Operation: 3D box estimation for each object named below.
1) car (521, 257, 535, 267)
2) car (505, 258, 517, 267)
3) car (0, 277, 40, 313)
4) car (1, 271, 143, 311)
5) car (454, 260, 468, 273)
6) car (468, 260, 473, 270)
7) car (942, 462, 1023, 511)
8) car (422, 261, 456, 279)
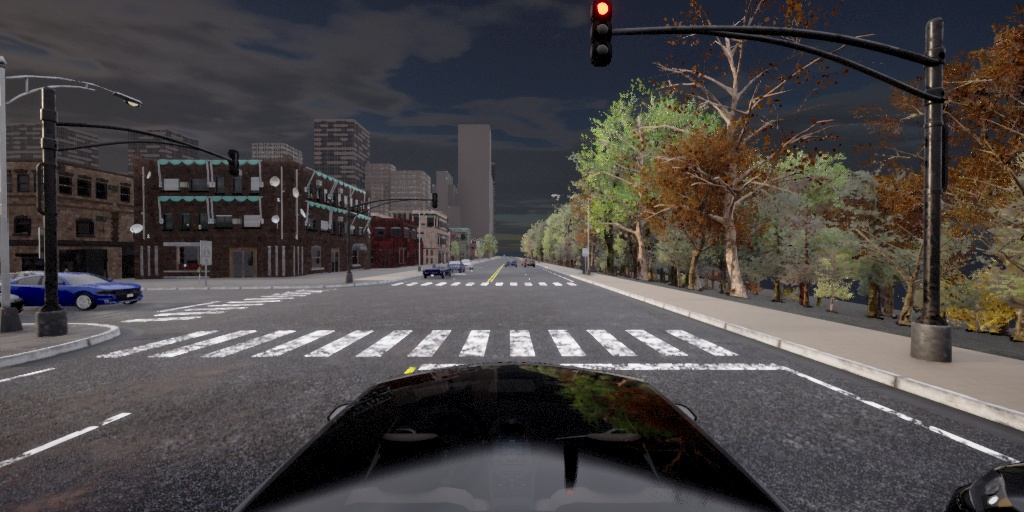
[{"bbox_3d":[3.062,1.231,63.222,1.837,1.490,4.892,0,0,0],"label":"car"},{"bbox_3d":[-0.194,1.078,64.006,2.097,1.767,4.553,0,0,0],"label":"car"},{"bbox_3d":[-19.996,1.565,12.507,4.313,1.339,1.948,0,0,0],"label":"car"},{"bbox_3d":[-18.748,1.435,15.223,5.008,1.535,1.882,-1,1,-1],"label":"car"},{"bbox_3d":[-6.780,1.261,43.056,1.812,1.442,4.674,0,0,0],"label":"car"},{"bbox_3d":[-6.817,1.257,53.326,1.812,1.442,4.674,0,0,0],"label":"car"},{"bbox_3d":[3.363,1.314,0.183,1.994,1.385,4.181,0,0,-1],"label":"car"},{"bbox_3d":[-6.736,1.341,32.885,1.895,1.301,4.718,0,0,2],"label":"car"}]
